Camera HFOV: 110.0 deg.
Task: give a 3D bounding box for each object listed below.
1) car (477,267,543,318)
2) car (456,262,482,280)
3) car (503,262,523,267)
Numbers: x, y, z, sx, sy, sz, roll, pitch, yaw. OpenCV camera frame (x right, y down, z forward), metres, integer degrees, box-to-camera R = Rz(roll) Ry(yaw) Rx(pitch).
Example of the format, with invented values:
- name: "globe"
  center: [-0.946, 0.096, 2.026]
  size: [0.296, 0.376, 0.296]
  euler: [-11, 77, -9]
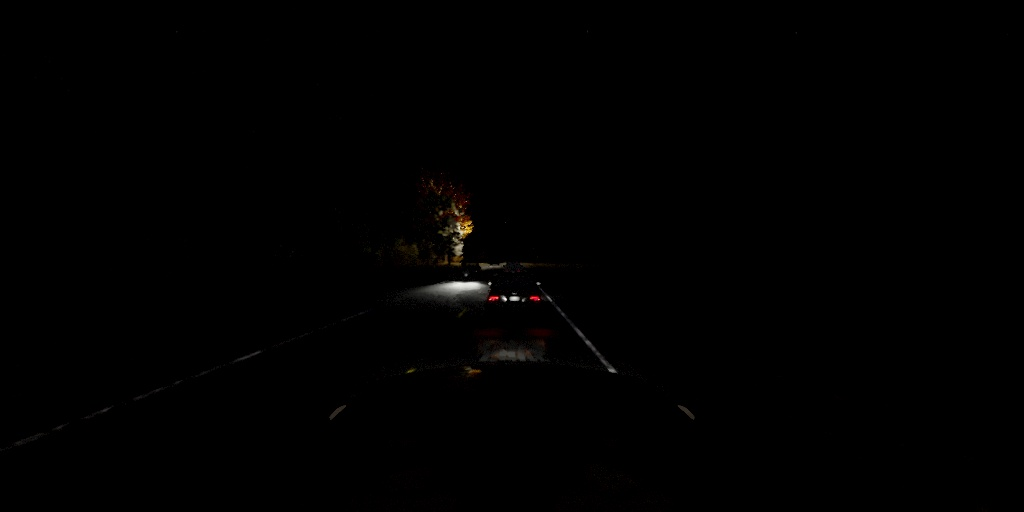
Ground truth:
- name: "car"
  center: [0.080, 1.299, 13.018]
  size: [2.033, 1.411, 5.357]
  euler: [0, 0, 0]
- name: "car"
  center: [-3.596, 1.248, 30.627]
  size: [2.128, 1.511, 4.902]
  euler: [0, 0, 0]
- name: "car"
  center: [0.082, 1.282, 34.441]
  size: [1.812, 1.442, 4.674]
  euler: [0, 0, 0]
